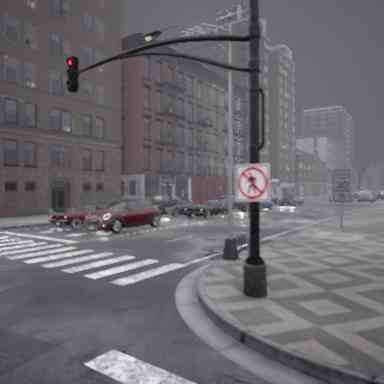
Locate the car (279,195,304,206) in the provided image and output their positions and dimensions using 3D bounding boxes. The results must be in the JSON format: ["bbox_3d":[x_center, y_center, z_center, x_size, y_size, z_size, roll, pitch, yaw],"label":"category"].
[{"bbox_3d":[12.467,1.057,41.715,1.994,1.385,4.181,0,1,36],"label":"car"}]

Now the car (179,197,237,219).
[{"bbox_3d":[1.343,1.353,26.292,1.895,1.301,4.718,0,1,36],"label":"car"}]

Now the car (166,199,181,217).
[{"bbox_3d":[-1.380,1.325,28.103,1.994,1.385,4.181,0,1,34],"label":"car"}]

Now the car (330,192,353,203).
[{"bbox_3d":[21.600,0.889,48.604,2.033,1.411,5.357,0,1,35],"label":"car"}]

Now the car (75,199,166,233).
[{"bbox_3d":[-3.902,1.231,18.994,2.097,1.767,4.553,0,1,36],"label":"car"}]

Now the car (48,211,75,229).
[{"bbox_3d":[-6.483,1.485,20.968,1.895,1.301,4.718,0,1,36],"label":"car"}]

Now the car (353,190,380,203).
[{"bbox_3d":[25.639,0.851,48.663,2.033,1.411,5.357,0,1,37],"label":"car"}]

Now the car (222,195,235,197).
[{"bbox_3d":[3.779,1.144,35.247,1.837,1.490,4.892,0,1,36],"label":"car"}]

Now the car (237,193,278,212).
[{"bbox_3d":[6.646,1.153,33.671,1.812,1.442,4.674,0,1,36],"label":"car"}]

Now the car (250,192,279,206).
[{"bbox_3d":[9.467,0.860,43.127,2.097,1.767,4.553,0,1,36],"label":"car"}]

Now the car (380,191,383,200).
[{"bbox_3d":[32.158,0.511,57.710,2.097,1.767,4.553,0,1,36],"label":"car"}]
